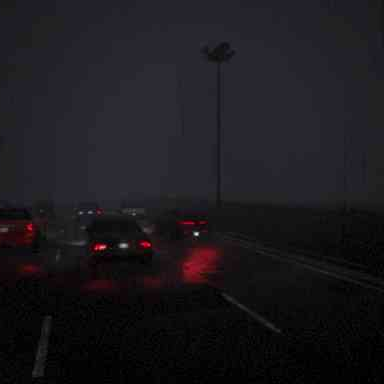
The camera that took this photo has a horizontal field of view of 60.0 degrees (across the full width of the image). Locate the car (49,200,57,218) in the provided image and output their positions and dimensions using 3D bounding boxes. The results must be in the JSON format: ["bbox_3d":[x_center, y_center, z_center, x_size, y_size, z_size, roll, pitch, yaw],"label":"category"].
[{"bbox_3d":[-13.045,1.404,29.247,1.882,1.535,5.008,0,0,-20],"label":"car"}]

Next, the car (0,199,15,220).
[{"bbox_3d":[-16.324,1.407,28.025,1.882,1.535,5.008,0,0,-20],"label":"car"}]

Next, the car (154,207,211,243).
[{"bbox_3d":[-0.657,1.464,16.021,1.837,1.490,4.892,0,0,-20],"label":"car"}]

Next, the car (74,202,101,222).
[{"bbox_3d":[-7.961,1.483,25.526,2.033,1.411,5.357,0,0,-20],"label":"car"}]

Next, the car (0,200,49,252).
[{"bbox_3d":[-7.176,1.317,13.459,2.097,1.767,4.553,0,0,-20],"label":"car"}]

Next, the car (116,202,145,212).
[{"bbox_3d":[-5.456,1.528,28.887,1.895,1.301,4.718,0,0,-20],"label":"car"}]

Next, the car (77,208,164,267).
[{"bbox_3d":[-2.726,1.518,11.469,2.033,1.411,5.357,0,0,-20],"label":"car"}]
